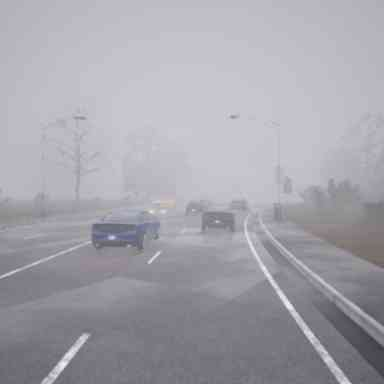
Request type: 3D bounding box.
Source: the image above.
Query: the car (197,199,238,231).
[{"bbox_3d":[1.724,1.456,20.460,1.882,1.535,5.008,0,0,8],"label":"car"}]

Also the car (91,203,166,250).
[{"bbox_3d":[-2.596,1.451,14.177,1.882,1.535,5.008,0,0,5],"label":"car"}]

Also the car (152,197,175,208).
[{"bbox_3d":[-3.782,1.395,44.526,1.882,1.535,5.008,0,0,17],"label":"car"}]

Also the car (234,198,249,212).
[{"bbox_3d":[5.430,1.459,37.983,2.128,1.511,4.902,0,0,15],"label":"car"}]

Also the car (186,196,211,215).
[{"bbox_3d":[0.678,1.460,33.565,1.837,1.490,4.892,0,0,13],"label":"car"}]
